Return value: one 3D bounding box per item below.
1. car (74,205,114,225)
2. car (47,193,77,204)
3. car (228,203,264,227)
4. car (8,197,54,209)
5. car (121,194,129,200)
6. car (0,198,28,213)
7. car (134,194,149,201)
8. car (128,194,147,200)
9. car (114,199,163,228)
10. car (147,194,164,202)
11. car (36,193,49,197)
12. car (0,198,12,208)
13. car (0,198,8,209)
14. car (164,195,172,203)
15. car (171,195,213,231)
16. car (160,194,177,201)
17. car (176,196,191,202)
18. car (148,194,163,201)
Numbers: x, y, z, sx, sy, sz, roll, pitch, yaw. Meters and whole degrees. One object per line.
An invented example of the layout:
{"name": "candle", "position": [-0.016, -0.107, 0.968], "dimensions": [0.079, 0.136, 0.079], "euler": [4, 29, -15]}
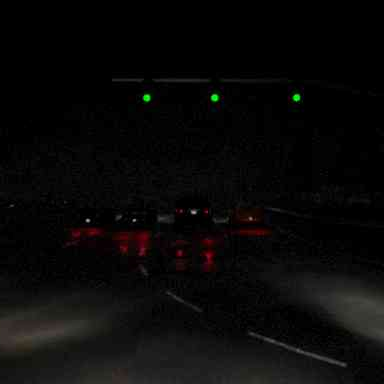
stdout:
{"name": "car", "position": [-6.908, 1.604, 24.284], "dimensions": [1.895, 1.301, 4.718], "euler": [0, 0, 0]}
{"name": "car", "position": [-17.563, 1.363, 45.816], "dimensions": [2.097, 1.767, 4.553], "euler": [0, 0, 0]}
{"name": "car", "position": [3.592, 1.480, 22.872], "dimensions": [1.882, 1.535, 5.008], "euler": [0, 0, 0]}
{"name": "car", "position": [-17.513, 1.555, 36.418], "dimensions": [2.033, 1.411, 5.357], "euler": [0, 0, 0]}
{"name": "car", "position": [-15.395, 1.354, 79.171], "dimensions": [1.837, 1.490, 4.892], "euler": [0, 0, -30]}
{"name": "car", "position": [-21.013, 1.499, 37.908], "dimensions": [2.128, 1.511, 4.902], "euler": [0, 0, 0]}
{"name": "car", "position": [-12.247, 1.332, 80.701], "dimensions": [1.882, 1.535, 5.008], "euler": [0, 0, -30]}
{"name": "car", "position": [-11.434, 1.491, 69.691], "dimensions": [1.882, 1.535, 5.008], "euler": [0, 0, -22]}
{"name": "car", "position": [-3.408, 1.494, 22.208], "dimensions": [2.128, 1.511, 4.902], "euler": [0, 0, 0]}
{"name": "car", "position": [-8.256, 1.493, 71.191], "dimensions": [1.882, 1.535, 5.008], "euler": [0, 0, -22]}
{"name": "car", "position": [-21.158, 1.233, 47.582], "dimensions": [2.150, 2.045, 5.566], "euler": [0, 0, -3]}
{"name": "car", "position": [-28.185, 1.559, 47.754], "dimensions": [2.033, 1.411, 5.357], "euler": [0, 0, -3]}
{"name": "car", "position": [-17.531, 1.356, 27.169], "dimensions": [2.097, 1.767, 4.553], "euler": [0, 0, 0]}
{"name": "car", "position": [-5.047, 1.555, 72.593], "dimensions": [2.033, 1.411, 5.357], "euler": [0, 0, -22]}
{"name": "car", "position": [0.093, 1.223, 20.777], "dimensions": [2.150, 2.045, 5.566], "euler": [0, 0, 0]}
{"name": "car", "position": [-5.951, 1.379, 83.761], "dimensions": [2.128, 1.511, 4.902], "euler": [0, 0, -30]}
{"name": "car", "position": [-2.004, 1.541, 74.462], "dimensions": [1.812, 1.442, 4.674], "euler": [0, 0, -22]}
{"name": "car", "position": [-9.099, 1.354, 82.231], "dimensions": [1.837, 1.490, 4.892], "euler": [0, 0, -30]}
